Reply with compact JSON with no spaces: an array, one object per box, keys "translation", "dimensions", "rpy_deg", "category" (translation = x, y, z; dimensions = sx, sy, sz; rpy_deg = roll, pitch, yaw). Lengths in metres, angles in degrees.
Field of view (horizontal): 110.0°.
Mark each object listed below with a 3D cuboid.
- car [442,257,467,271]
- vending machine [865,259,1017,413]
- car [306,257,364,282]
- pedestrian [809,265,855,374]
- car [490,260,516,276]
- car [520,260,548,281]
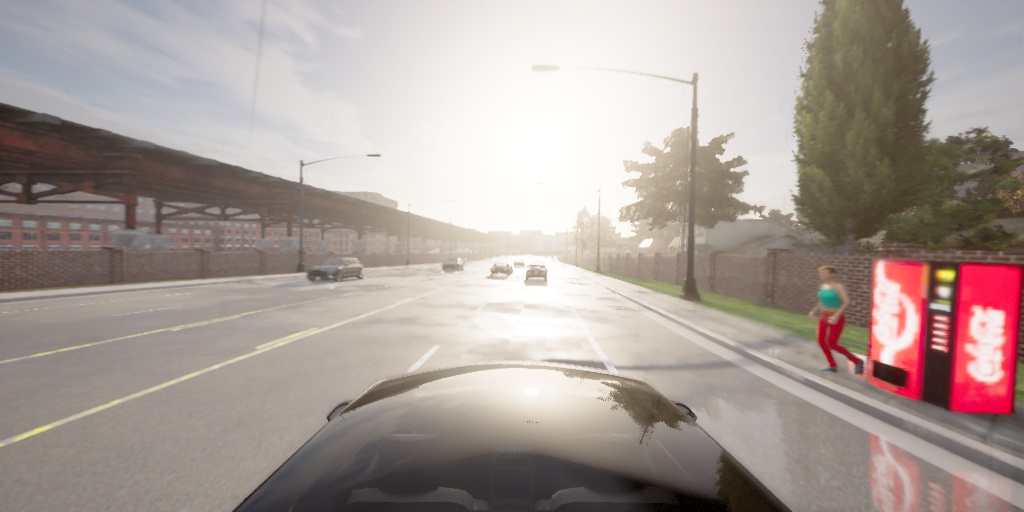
[{"translation":[-7.420,0.959,45.319],"dimensions":[2.097,1.767,4.553],"rpy_deg":[1,0,2],"category":"car"},{"translation":[5.866,1.054,5.022],"dimensions":[1.100,2.100,0.880],"rpy_deg":[0,0,2],"category":"vending machine"},{"translation":[-12.583,0.881,25.803],"dimensions":[2.097,1.767,4.553],"rpy_deg":[1,0,5],"category":"car"},{"translation":[5.248,0.992,5.913],"dimensions":[0.375,1.860,0.375],"rpy_deg":[0,1,3],"category":"pedestrian"},{"translation":[-0.993,1.329,36.685],"dimensions":[1.895,1.301,4.718],"rpy_deg":[1,0,5],"category":"car"},{"translation":[2.075,1.334,30.674],"dimensions":[2.033,1.411,5.357],"rpy_deg":[1,0,4],"category":"car"}]
